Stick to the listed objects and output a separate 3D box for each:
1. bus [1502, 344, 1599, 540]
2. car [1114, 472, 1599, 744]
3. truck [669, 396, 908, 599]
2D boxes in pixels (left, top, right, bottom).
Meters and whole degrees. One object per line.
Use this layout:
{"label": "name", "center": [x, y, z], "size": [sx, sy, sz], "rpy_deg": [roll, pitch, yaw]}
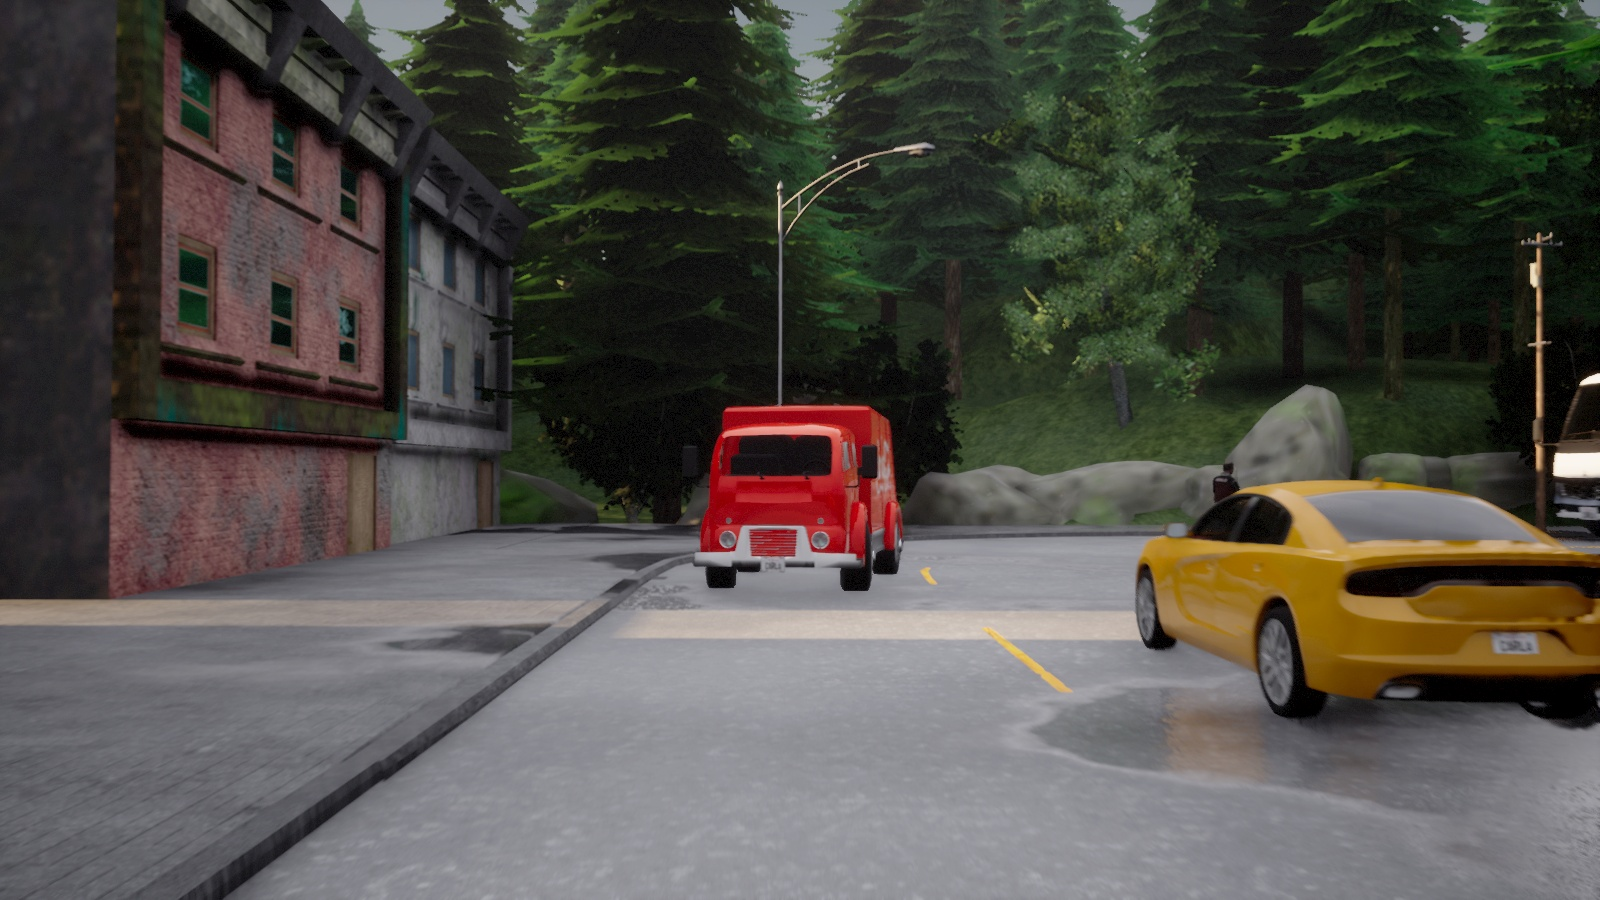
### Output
{"label": "bus", "center": [22.506, -0.166, 29.053], "size": [10.273, 4.253, 3.944], "rpy_deg": [0, -1, 0]}
{"label": "car", "center": [3.982, 0.937, 9.628], "size": [1.882, 1.535, 5.008], "rpy_deg": [0, -1, 0]}
{"label": "truck", "center": [0.064, 0.629, 17.985], "size": [2.627, 2.467, 5.204], "rpy_deg": [-1, -1, 8]}
